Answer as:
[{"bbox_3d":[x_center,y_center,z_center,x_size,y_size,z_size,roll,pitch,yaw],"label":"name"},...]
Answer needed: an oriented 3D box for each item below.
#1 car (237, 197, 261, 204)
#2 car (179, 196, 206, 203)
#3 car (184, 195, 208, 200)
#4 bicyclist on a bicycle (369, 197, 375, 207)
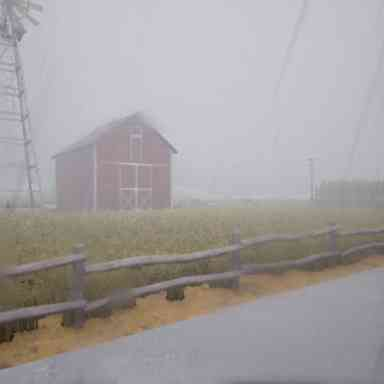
[{"bbox_3d":[9.507,1.571,55.934,1.994,1.385,4.181,0,0,-35],"label":"car"},{"bbox_3d":[0.078,1.562,68.292,5.357,1.411,2.033,0,0,33],"label":"car"},{"bbox_3d":[1.094,1.403,62.264,2.097,1.767,4.553,0,0,-35],"label":"car"},{"bbox_3d":[23.115,1.453,42.537,1.656,1.620,0.582,0,0,-35],"label":"bicyclist on a bicycle"}]
